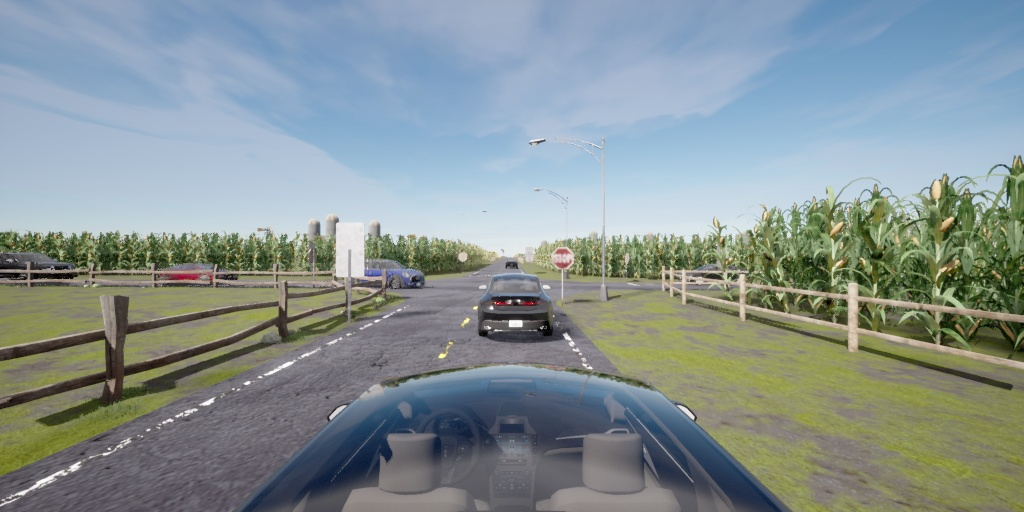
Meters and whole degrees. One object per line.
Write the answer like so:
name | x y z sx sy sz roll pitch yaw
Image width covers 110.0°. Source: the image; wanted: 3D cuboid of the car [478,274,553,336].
car | 0.078 1.255 10.369 1.837 1.490 4.892 0 0 0

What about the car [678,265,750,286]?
car | 14.727 1.374 26.173 4.892 1.490 1.837 0 -1 0

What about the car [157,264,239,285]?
car | -20.471 1.188 23.482 4.181 1.385 1.994 0 -1 0

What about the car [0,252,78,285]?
car | -32.215 0.787 23.573 5.566 2.045 2.150 0 -1 0

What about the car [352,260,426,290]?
car | -7.524 1.047 21.826 4.553 1.767 2.097 1 0 21

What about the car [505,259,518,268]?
car | -0.047 1.205 58.347 1.882 1.535 5.008 0 0 0
